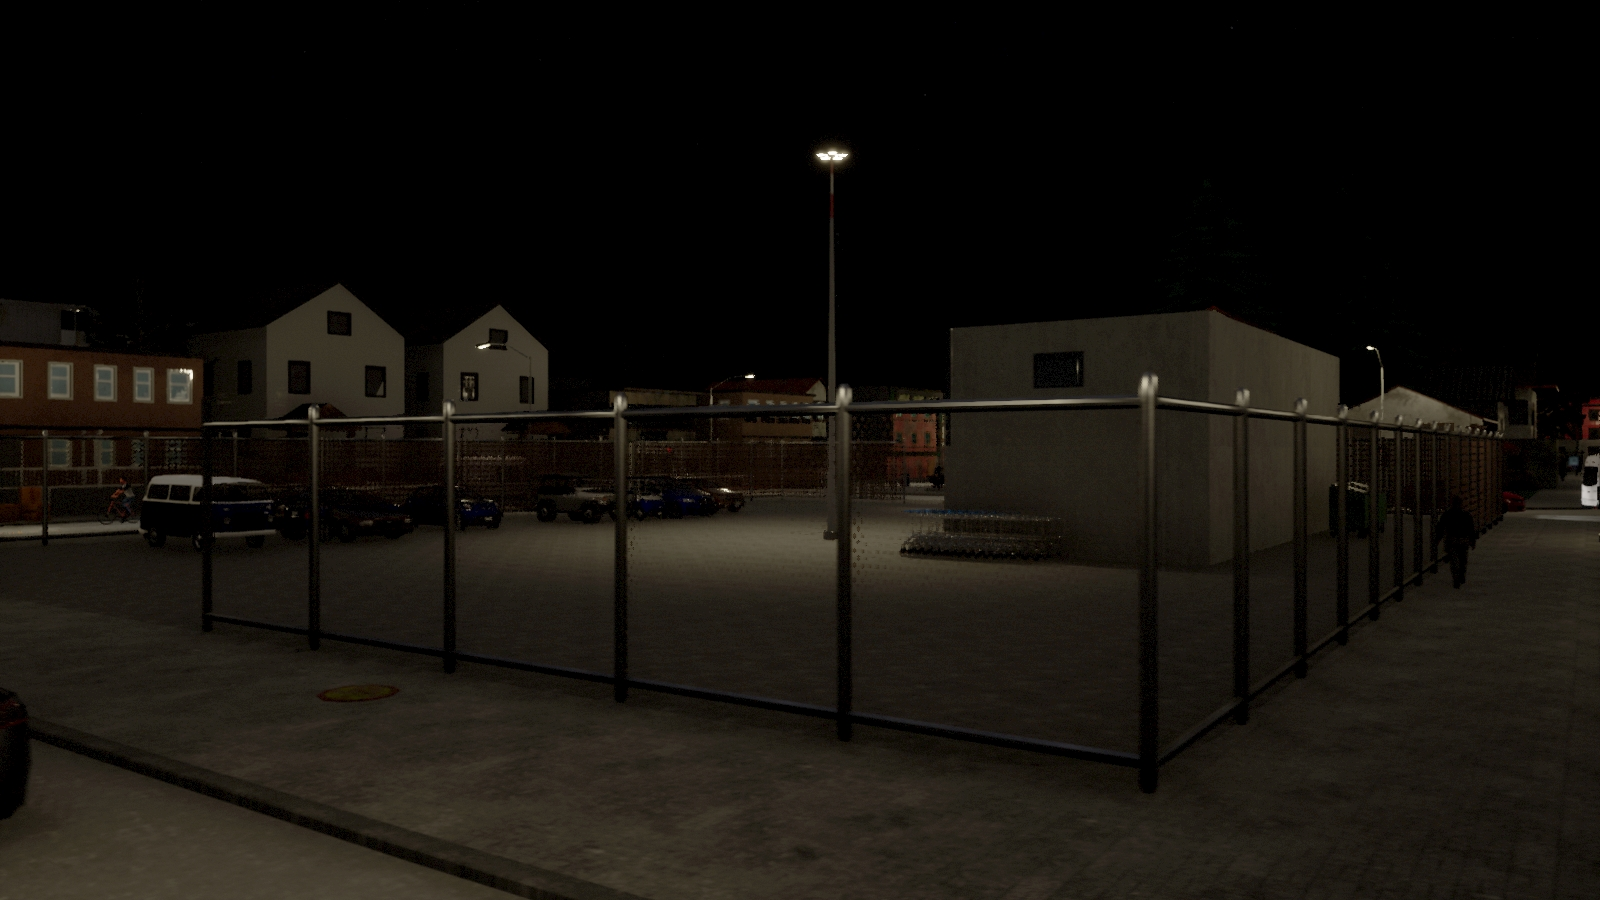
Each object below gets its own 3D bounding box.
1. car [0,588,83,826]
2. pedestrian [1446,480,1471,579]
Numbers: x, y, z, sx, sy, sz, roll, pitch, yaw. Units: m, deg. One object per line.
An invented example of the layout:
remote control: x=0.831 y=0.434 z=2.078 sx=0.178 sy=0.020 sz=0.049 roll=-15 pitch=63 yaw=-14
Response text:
car: x=-7.789 y=1.849 z=8.796 sx=4.792 sy=1.488 sz=2.163 roll=0 pitch=0 yaw=35
pedestrian: x=12.638 y=1.516 z=21.925 sx=0.375 sy=1.860 sz=0.375 roll=0 pitch=0 yaw=34
